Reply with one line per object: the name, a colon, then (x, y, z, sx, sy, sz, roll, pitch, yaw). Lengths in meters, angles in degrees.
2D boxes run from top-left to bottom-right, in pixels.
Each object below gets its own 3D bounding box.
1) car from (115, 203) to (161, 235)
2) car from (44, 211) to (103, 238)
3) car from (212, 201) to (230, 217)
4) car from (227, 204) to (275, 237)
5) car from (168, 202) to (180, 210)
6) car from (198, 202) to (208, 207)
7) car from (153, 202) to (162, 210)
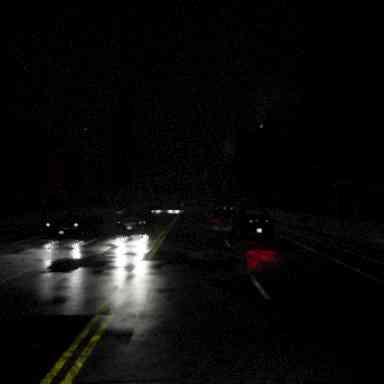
car: (-3.343, 1.673, 20.206, 2.128, 1.511, 4.902, 0, -1, 0)
car: (-6.592, 1.767, 19.020, 1.895, 1.301, 4.718, 0, -1, 0)
car: (3.361, 1.804, 36.457, 2.097, 1.767, 4.553, 0, -1, 0)
car: (3.356, 1.671, 18.954, 1.837, 1.490, 4.892, 0, 0, 0)
car: (-3.274, 2.500, 60.661, 2.128, 1.511, 4.902, 0, -1, 1)
car: (3.278, 3.376, 88.744, 2.163, 1.488, 4.792, 0, -2, 0)
car: (-6.524, 2.561, 60.280, 1.994, 1.385, 4.181, 0, -1, 1)
